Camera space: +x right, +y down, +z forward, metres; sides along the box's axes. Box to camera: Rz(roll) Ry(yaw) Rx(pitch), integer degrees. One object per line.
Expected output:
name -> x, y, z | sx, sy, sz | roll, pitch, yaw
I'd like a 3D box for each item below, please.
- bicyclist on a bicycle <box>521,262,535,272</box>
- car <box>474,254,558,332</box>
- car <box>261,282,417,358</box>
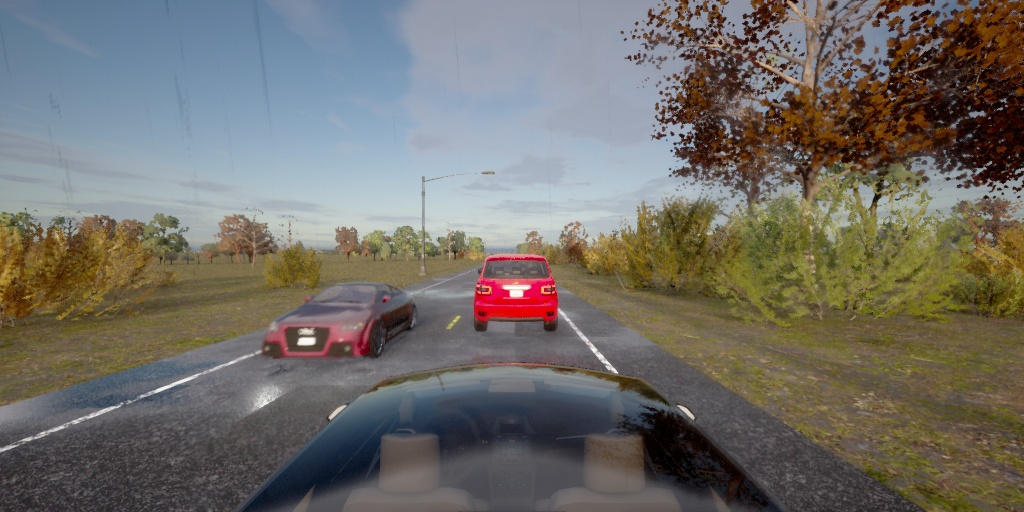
bicyclist on a bicycle -> 0.946, 1.114, 18.745 | 0.659, 1.776, 1.843 | 0, 0, 0
car -> 0.093, 0.968, 11.039 | 2.150, 2.045, 5.566 | 0, 0, 0
car -> -3.604, 1.312, 8.291 | 1.994, 1.385, 4.181 | 0, 0, 0
